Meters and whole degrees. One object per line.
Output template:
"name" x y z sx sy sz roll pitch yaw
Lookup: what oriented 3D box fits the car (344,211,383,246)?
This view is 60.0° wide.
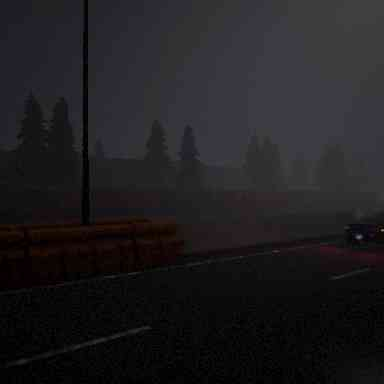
"car" 8.269 1.533 14.066 4.674 1.442 1.812 0 0 -35
